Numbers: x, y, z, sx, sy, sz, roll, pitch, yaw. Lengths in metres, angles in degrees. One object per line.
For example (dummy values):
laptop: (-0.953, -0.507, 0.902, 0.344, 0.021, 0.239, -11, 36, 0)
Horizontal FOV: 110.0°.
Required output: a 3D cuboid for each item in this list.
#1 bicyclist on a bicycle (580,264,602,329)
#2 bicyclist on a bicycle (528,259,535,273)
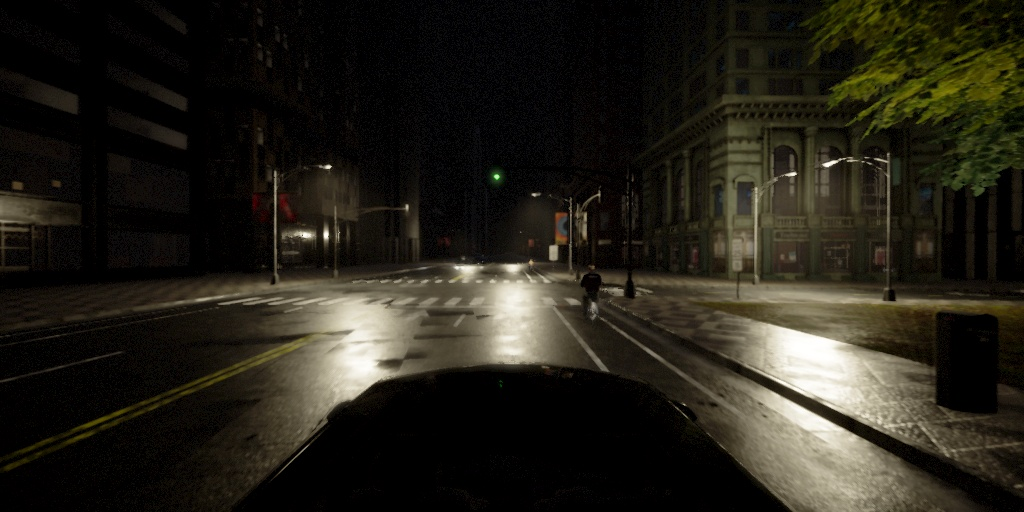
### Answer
bicyclist on a bicycle: (2.250, 1.122, 10.359, 0.659, 1.776, 1.843, 0, 0, 0)
bicyclist on a bicycle: (2.252, 1.183, 41.802, 0.866, 1.612, 1.509, 0, 0, 0)
